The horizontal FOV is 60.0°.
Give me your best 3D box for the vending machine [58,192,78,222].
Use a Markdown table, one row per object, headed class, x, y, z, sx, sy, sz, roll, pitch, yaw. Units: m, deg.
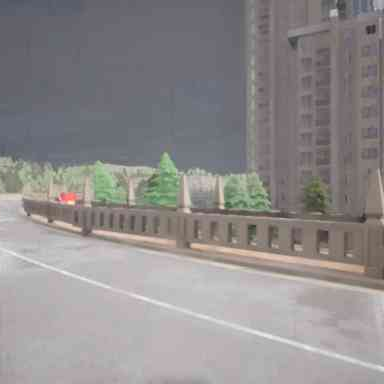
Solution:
| class | x | y | z | sx | sy | sz | roll | pitch | yaw |
| --- | --- | --- | --- | --- | --- | --- | --- | --- | --- |
| vending machine | -8.972 | 1.062 | 23.998 | 1.100 | 2.100 | 0.880 | -1 | 0 | -38 |
